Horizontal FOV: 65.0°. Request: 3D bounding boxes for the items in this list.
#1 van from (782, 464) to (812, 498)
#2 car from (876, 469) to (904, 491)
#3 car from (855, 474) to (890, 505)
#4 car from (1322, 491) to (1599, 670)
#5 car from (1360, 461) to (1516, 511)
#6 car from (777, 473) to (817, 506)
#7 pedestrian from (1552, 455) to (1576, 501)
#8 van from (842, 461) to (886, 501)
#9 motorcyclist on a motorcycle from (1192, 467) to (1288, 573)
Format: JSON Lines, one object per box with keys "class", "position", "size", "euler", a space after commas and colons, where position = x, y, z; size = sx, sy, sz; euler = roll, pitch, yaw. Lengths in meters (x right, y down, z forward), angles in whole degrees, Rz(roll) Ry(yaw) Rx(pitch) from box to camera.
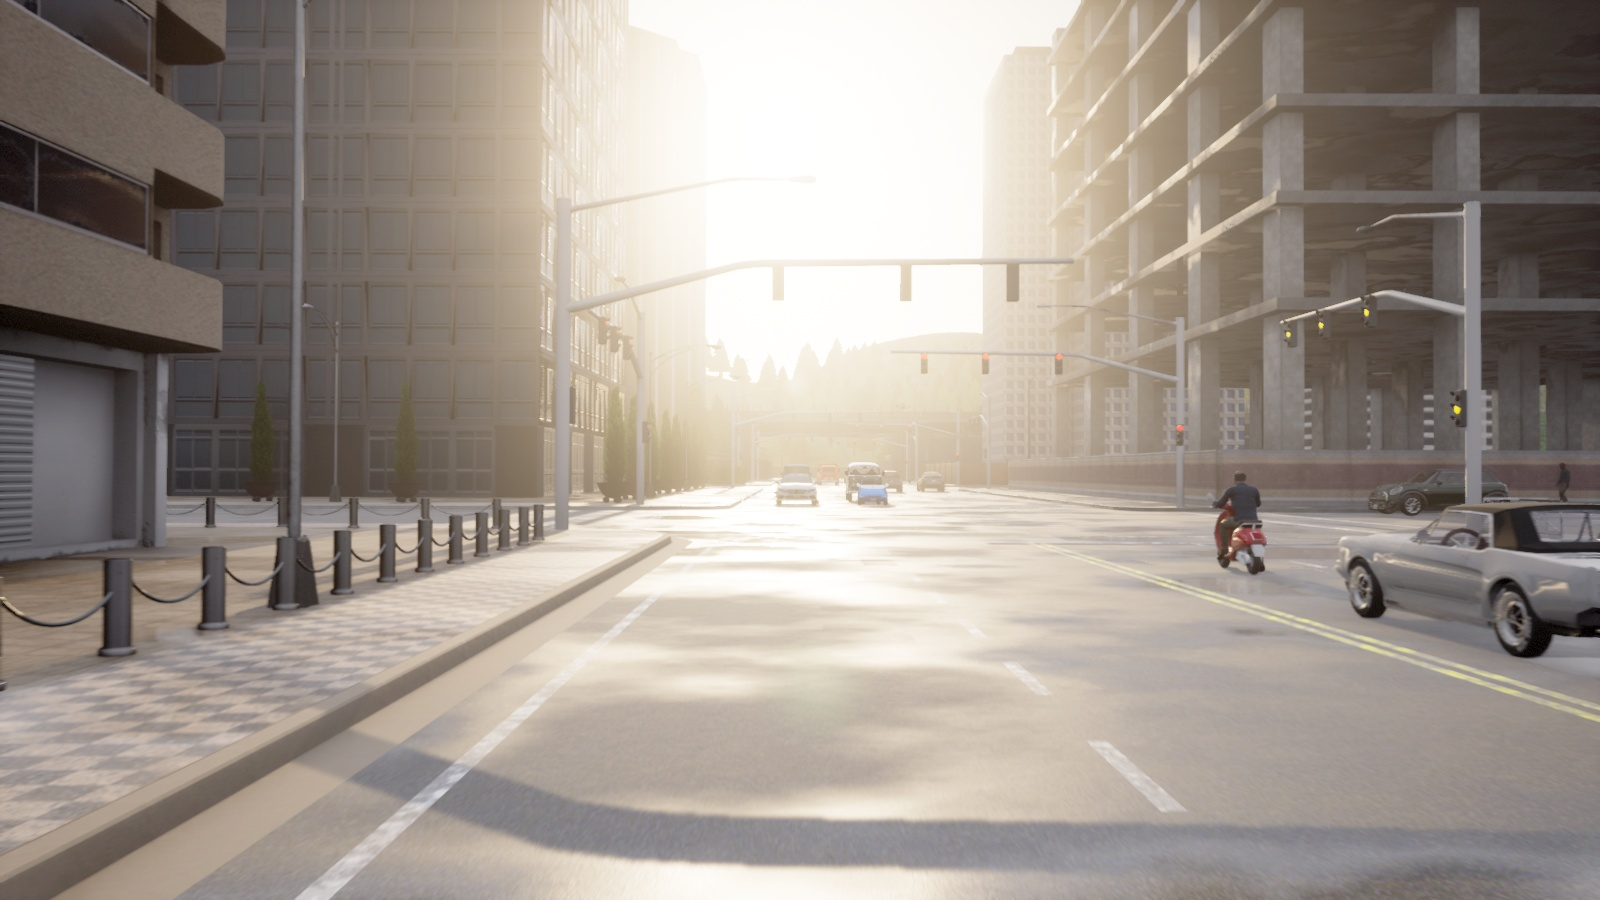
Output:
{"class": "van", "position": [-0.183, 1.825, 75.100], "size": [1.775, 1.987, 4.442], "euler": [0, -1, 0]}
{"class": "car", "position": [6.770, 2.270, 94.635], "size": [1.851, 1.617, 3.988], "euler": [0, -1, 0]}
{"class": "car", "position": [3.358, 1.838, 58.655], "size": [1.481, 1.376, 2.207], "euler": [0, -1, 0]}
{"class": "car", "position": [6.971, 1.090, 12.109], "size": [1.895, 1.301, 4.718], "euler": [0, -1, 0]}
{"class": "car", "position": [22.952, 1.285, 45.324], "size": [4.553, 1.767, 2.097], "euler": [0, -1, 0]}
{"class": "car", "position": [-0.142, 1.819, 58.446], "size": [1.812, 1.442, 4.674], "euler": [0, -1, 0]}
{"class": "pedestrian", "position": [30.696, 1.140, 50.455], "size": [0.726, 1.835, 0.370], "euler": [0, -1, 7]}
{"class": "van", "position": [3.337, 1.634, 66.248], "size": [2.069, 2.038, 4.480], "euler": [0, -1, 0]}
{"class": "motorcyclist on a motorcycle", "position": [6.951, 1.074, 19.924], "size": [0.866, 1.590, 1.817], "euler": [0, -1, 0]}
